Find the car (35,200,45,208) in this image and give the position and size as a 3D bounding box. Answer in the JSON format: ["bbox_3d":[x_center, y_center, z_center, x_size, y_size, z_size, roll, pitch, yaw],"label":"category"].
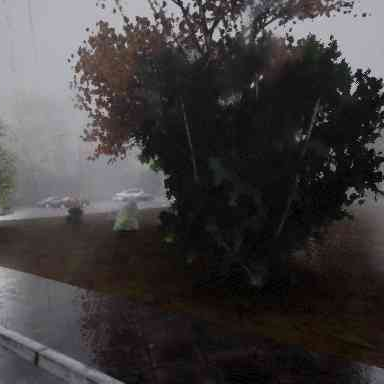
[{"bbox_3d":[-18.357,1.350,44.451,1.837,1.490,4.892,0,2,39],"label":"car"}]

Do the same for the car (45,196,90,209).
[{"bbox_3d":[-15.501,1.306,42.418,1.882,1.535,5.008,0,2,39],"label":"car"}]

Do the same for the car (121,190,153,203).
[{"bbox_3d":[-8.145,0.886,51.552,1.812,1.442,4.674,0,3,39],"label":"car"}]

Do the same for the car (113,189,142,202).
[{"bbox_3d":[-10.276,0.547,54.486,2.150,2.045,5.566,0,2,39],"label":"car"}]

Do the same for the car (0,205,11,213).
[{"bbox_3d":[-21.715,1.646,34.685,1.895,1.301,4.718,0,1,39],"label":"car"}]
